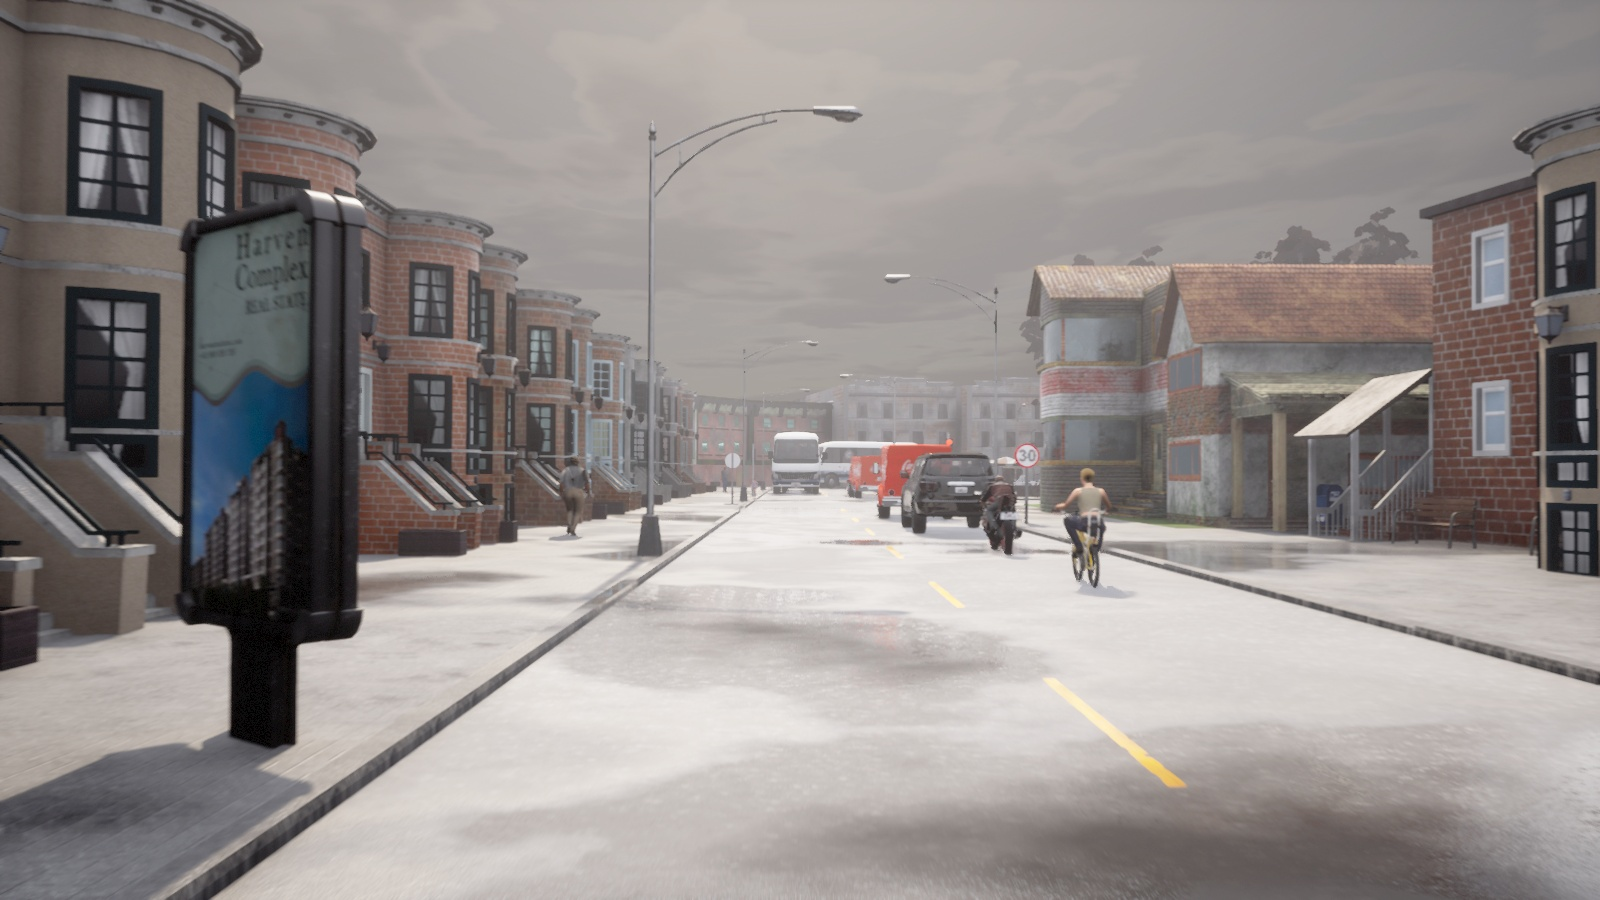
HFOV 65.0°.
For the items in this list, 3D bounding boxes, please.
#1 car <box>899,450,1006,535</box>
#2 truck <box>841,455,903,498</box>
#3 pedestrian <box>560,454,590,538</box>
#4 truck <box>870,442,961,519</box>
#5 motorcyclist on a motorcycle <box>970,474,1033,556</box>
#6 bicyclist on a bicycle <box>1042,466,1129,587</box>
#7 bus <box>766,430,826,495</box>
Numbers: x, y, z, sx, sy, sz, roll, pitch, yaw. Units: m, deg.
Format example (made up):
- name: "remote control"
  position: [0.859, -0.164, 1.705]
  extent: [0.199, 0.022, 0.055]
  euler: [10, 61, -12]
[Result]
- name: "car"
  position: [3.920, 1.074, 33.223]
  extent: [2.150, 2.045, 5.566]
  euler: [0, -1, 0]
- name: "truck"
  position: [4.215, 1.562, 74.735]
  extent: [2.627, 2.467, 5.204]
  euler: [-1, -1, -9]
- name: "pedestrian"
  position: [-4.984, 1.010, 27.796]
  extent: [0.540, 1.848, 0.694]
  euler: [0, -1, -1]
- name: "truck"
  position: [3.892, 1.038, 43.337]
  extent: [2.627, 2.467, 5.204]
  euler: [0, -1, 0]
- name: "motorcyclist on a motorcycle"
  position: [3.942, 1.248, 24.745]
  extent: [0.866, 1.530, 2.191]
  euler: [0, -1, 0]
- name: "bicyclist on a bicycle"
  position: [3.954, 1.028, 17.497]
  extent: [0.866, 1.612, 1.509]
  euler: [0, -1, 0]
- name: "bus"
  position: [-0.227, 0.916, 88.226]
  extent: [3.944, 4.253, 10.273]
  euler: [0, -1, 0]
